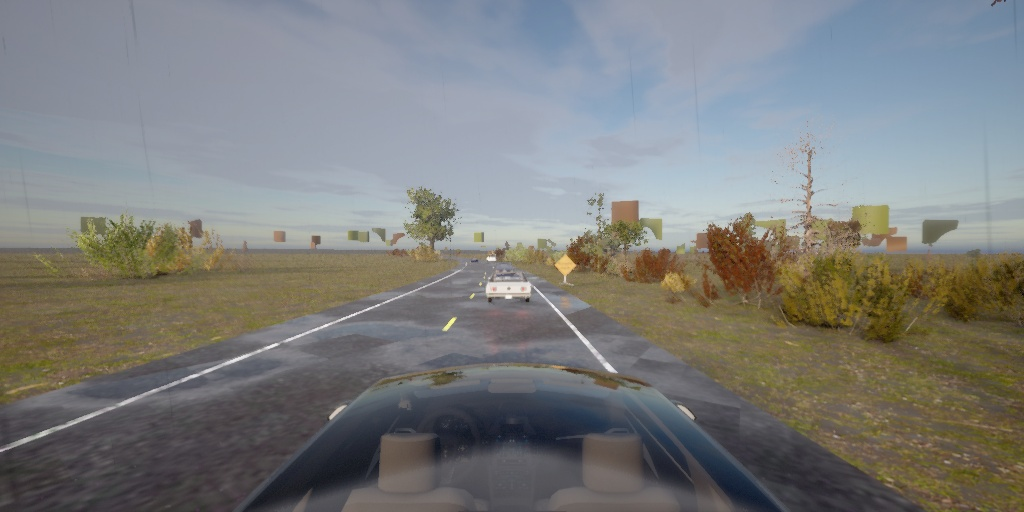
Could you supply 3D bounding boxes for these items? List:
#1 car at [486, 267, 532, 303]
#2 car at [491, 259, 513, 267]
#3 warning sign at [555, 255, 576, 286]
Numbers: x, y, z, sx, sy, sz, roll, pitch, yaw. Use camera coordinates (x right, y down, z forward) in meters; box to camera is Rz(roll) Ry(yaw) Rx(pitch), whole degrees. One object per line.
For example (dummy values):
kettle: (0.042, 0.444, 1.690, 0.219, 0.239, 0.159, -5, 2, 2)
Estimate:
car: (-0.181, 1.352, 16.616, 1.895, 1.301, 4.718, 0, 0, -1)
car: (-0.715, 1.277, 31.619, 2.033, 1.411, 5.357, 0, 0, -3)
warning sign: (3.226, 0.841, 21.837, 1.300, 1.860, 1.060, 0, 0, -2)
